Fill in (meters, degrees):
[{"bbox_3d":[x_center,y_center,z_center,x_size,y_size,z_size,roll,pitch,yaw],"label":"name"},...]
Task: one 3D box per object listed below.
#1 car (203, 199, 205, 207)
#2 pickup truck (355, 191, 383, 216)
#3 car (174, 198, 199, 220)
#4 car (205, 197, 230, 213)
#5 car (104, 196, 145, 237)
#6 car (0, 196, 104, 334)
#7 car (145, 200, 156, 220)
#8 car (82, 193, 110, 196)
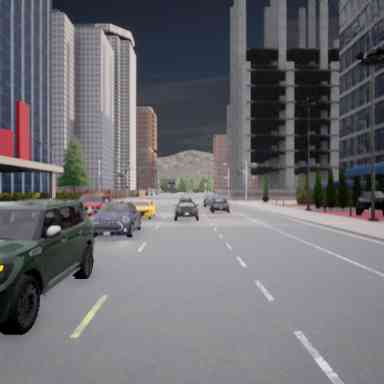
[{"bbox_3d":[2.552,1.413,47.081,2.033,1.411,5.357,0,0,-1],"label":"car"},{"bbox_3d":[16.030,0.971,29.560,2.390,2.098,6.274,0,0,29],"label":"pickup truck"},{"bbox_3d":[-0.444,1.449,27.129,1.812,1.442,4.674,0,0,-1],"label":"car"},{"bbox_3d":[2.844,1.391,35.147,2.128,1.511,4.902,0,0,-1],"label":"car"},{"bbox_3d":[-3.931,1.303,17.426,2.097,1.767,4.553,0,0,-1],"label":"car"},{"bbox_3d":[-3.709,1.204,7.039,2.150,2.045,5.566,0,0,-1],"label":"car"},{"bbox_3d":[-4.136,1.400,27.743,1.882,1.535,5.008,0,0,-1],"label":"car"},{"bbox_3d":[-7.512,1.136,25.528,2.150,2.045,5.566,0,0,-1],"label":"car"}]
